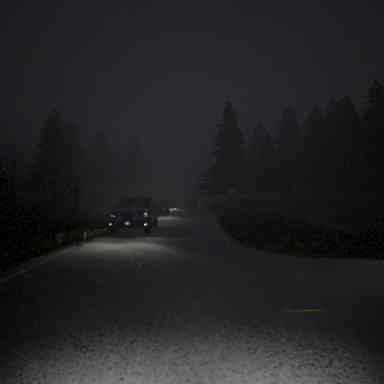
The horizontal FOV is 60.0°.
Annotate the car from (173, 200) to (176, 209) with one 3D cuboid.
[{"bbox_3d":[-3.265,1.600,46.476,1.994,1.385,4.181,0,0,0],"label":"car"}]

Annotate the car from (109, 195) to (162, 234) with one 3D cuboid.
[{"bbox_3d":[-3.291,1.237,19.674,2.150,2.045,5.566,0,0,0],"label":"car"}]

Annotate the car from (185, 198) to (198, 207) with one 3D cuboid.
[{"bbox_3d":[0.010,1.568,51.187,1.812,1.442,4.674,0,0,0],"label":"car"}]

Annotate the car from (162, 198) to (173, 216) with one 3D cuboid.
[{"bbox_3d":[-3.285,1.504,33.466,1.882,1.535,5.008,0,0,0],"label":"car"}]
